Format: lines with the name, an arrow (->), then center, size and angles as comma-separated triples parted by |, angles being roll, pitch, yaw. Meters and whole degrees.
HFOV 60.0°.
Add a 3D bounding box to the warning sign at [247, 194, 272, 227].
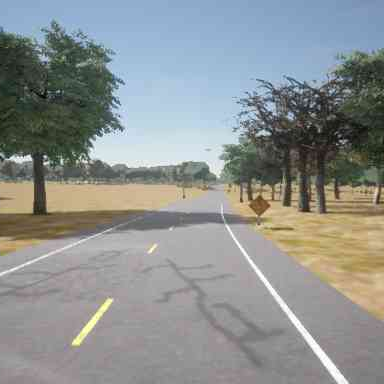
warning sign -> 4.039, 1.100, 19.955 | 1.300, 1.860, 1.060 | 2, 2, 3
